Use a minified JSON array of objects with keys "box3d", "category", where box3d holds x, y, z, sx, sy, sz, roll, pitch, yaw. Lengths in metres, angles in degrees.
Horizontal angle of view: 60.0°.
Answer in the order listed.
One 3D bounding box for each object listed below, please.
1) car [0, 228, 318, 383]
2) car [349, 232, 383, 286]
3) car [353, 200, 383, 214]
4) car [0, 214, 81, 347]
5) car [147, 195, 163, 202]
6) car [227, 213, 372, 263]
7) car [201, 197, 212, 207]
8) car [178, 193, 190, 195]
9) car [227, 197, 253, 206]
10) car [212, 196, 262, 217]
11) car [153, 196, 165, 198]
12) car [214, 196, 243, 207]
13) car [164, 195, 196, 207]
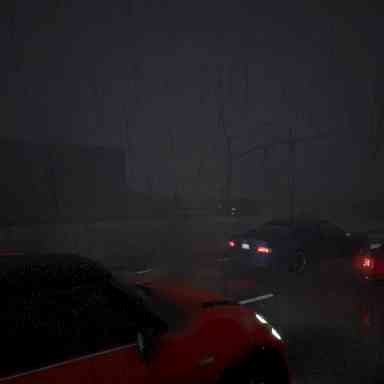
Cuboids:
[{"box3d":[-1.222,1.352,2.875,4.553,1.767,2.097,0,0,-35],"category":"car"},{"box3d":[6.108,1.601,8.144,4.718,1.301,1.895,0,0,-35],"category":"car"},{"box3d":[17.627,1.491,30.999,2.128,1.511,4.902,0,0,-36],"category":"car"},{"box3d":[-4.281,1.352,4.993,4.553,1.767,2.097,0,0,-35],"category":"car"},{"box3d":[-8.944,1.548,79.514,1.994,1.385,4.181,0,0,-36],"category":"car"},{"box3d":[3.534,1.547,10.615,5.357,1.411,2.033,0,0,-35],"category":"car"},{"box3d":[3.389,1.477,50.543,1.882,1.535,5.008,0,0,-36],"category":"car"},{"box3d":[-1.607,1.221,69.448,2.150,2.045,5.566,0,0,-36],"category":"car"},{"box3d":[8.091,1.563,55.987,1.994,1.385,4.181,0,0,-36],"category":"car"},{"box3d":[4.281,1.352,29.806,2.097,1.767,4.553,0,0,44],"category":"car"},{"box3d":[-5.796,1.548,69.252,2.033,1.411,5.357,0,0,-36],"category":"car"},{"box3d":[5.776,1.477,53.211,1.882,1.535,5.008,0,0,-36],"category":"car"},{"box3d":[-1.598,1.547,51.441,2.033,1.411,5.357,0,0,-36],"category":"car"}]
